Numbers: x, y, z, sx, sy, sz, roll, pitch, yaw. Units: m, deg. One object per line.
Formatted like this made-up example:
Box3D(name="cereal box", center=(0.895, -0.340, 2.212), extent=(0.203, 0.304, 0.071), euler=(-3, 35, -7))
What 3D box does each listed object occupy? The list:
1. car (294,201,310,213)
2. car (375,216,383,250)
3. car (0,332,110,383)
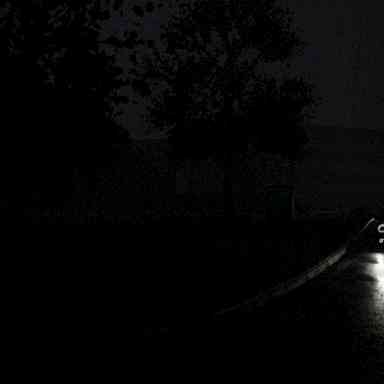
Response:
Box3D(name="car", center=(11.830, 1.769, 39.821), extent=(4.902, 1.511, 2.128), euler=(0, 0, -19))
Box3D(name="car", center=(8.868, 1.387, 13.778), extent=(2.097, 1.767, 4.553), euler=(0, 0, 32))
Box3D(name="car", center=(-3.237, 1.548, 1.884), extent=(5.357, 1.411, 2.033), euler=(0, 0, -11))
